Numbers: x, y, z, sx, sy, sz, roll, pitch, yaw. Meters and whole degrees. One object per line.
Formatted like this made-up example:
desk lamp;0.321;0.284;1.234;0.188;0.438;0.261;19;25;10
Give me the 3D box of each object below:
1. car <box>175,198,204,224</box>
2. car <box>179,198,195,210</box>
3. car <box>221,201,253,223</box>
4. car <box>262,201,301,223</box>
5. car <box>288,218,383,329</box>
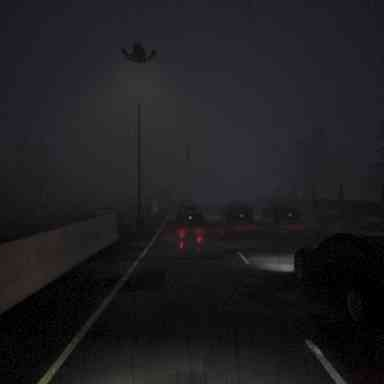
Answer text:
car;-0.190;1.465;24.230;2.128;1.511;4.902;0;0;-2
car;-0.659;1.500;42.706;2.033;1.411;5.357;0;0;-1
car;3.290;1.450;25.039;1.882;1.535;5.008;0;0;-2
car;6.773;1.450;25.654;1.882;1.535;5.008;0;0;-2
car;3.598;1.518;6.796;1.812;1.442;4.674;0;0;0
